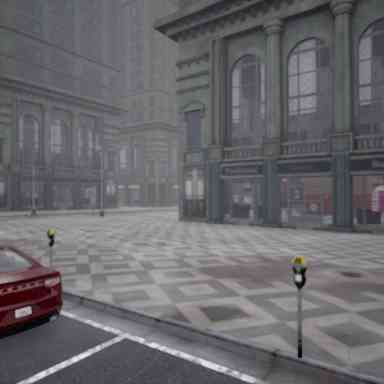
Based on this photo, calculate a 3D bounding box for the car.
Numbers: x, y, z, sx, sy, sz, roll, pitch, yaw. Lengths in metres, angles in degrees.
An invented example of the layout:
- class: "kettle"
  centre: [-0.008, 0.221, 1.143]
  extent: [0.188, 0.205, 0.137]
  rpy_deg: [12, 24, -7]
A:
- class: "car"
  centre: [-4.173, 1.544, 5.950]
  extent: [4.507, 1.381, 1.887]
  rpy_deg: [0, 0, 35]
